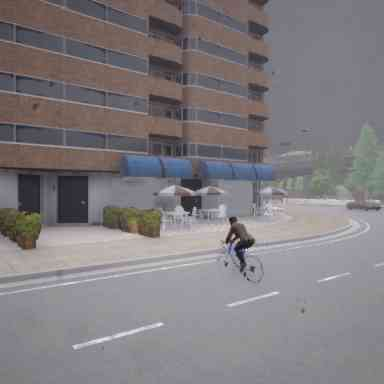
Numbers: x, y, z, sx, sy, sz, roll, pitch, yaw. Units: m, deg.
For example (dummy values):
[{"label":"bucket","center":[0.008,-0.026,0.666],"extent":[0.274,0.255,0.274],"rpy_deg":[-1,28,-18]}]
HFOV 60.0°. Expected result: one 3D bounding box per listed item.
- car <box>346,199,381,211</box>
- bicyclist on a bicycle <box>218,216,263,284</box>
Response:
[{"label":"car","center":[21.144,1.564,41.140],"extent":[1.994,1.385,4.181],"rpy_deg":[0,0,-16]},{"label":"bicyclist on a bicycle","center":[1.187,1.455,8.550],"extent":[0.582,1.620,1.656],"rpy_deg":[0,-2,-36]}]
